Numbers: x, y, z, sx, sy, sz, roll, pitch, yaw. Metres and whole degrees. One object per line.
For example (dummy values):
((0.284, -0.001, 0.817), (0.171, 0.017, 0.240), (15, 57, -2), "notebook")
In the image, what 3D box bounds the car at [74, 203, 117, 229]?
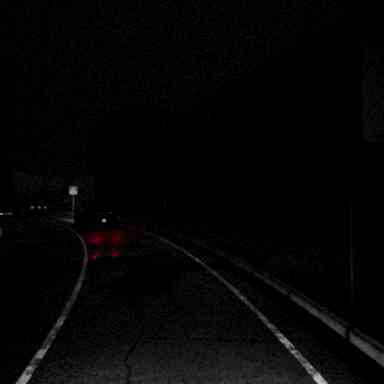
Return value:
((-6.239, 1.443, 21.227), (2.128, 1.511, 4.902), (0, 0, -30), "car")

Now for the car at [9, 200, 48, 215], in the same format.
((-16.309, 1.545, 33.107), (5.357, 1.411, 2.033), (-1, -1, 42), "car")
